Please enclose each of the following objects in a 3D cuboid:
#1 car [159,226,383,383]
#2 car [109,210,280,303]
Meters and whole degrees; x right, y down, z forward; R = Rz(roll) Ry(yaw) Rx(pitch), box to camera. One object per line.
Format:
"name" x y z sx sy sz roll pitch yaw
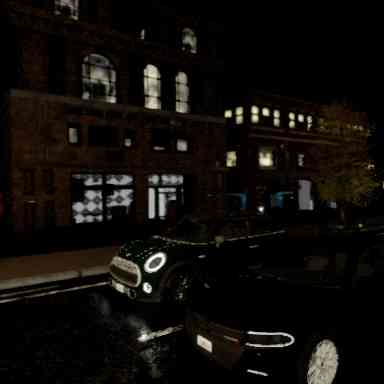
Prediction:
"car" 2.174 1.417 5.237 5.008 1.535 1.882 -1 1 -35
"car" 0.385 1.290 7.953 4.553 1.767 2.097 -1 1 -35
